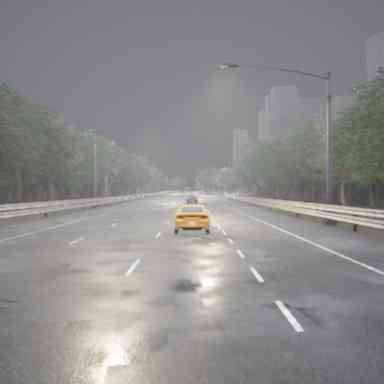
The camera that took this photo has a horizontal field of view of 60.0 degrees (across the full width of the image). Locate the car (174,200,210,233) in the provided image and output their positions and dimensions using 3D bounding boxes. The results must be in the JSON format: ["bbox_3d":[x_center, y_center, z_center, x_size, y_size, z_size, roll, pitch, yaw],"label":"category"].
[{"bbox_3d":[0.005,1.461,19.413,1.882,1.535,5.008,0,0,0],"label":"car"}]

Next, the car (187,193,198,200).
[{"bbox_3d":[0.019,1.322,56.539,2.128,1.511,4.902,0,0,0],"label":"car"}]
